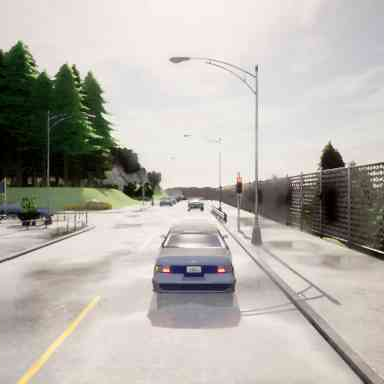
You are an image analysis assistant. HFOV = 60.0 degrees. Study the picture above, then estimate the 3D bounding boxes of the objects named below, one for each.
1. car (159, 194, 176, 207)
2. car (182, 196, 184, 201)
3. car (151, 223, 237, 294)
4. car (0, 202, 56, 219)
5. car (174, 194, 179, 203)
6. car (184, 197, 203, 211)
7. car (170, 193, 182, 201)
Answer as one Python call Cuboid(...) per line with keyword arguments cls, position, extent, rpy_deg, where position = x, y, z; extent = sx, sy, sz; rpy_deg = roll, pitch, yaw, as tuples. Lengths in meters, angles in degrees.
Cuboid(cls="car", position=(-4.023, 1.505, 52.507), extent=(1.837, 1.490, 4.892), rpy_deg=(0, 0, 0))
Cuboid(cls="car", position=(-3.689, 1.540, 86.799), extent=(5.357, 1.411, 2.033), rpy_deg=(0, 0, 40))
Cuboid(cls="car", position=(0.058, 1.547, 8.960), extent=(2.033, 1.411, 5.357), rpy_deg=(0, 0, 1))
Cuboid(cls="car", position=(-13.838, 1.526, 27.840), extent=(4.674, 1.442, 1.812), rpy_deg=(0, 0, 1))
Cuboid(cls="car", position=(-3.979, 1.526, 62.405), extent=(1.812, 1.442, 4.674), rpy_deg=(0, 0, 1))
Cuboid(cls="car", position=(0.378, 1.547, 40.997), extent=(2.033, 1.411, 5.357), rpy_deg=(0, 0, -3))
Cuboid(cls="car", position=(-3.903, 1.225, 72.810), extent=(2.150, 2.045, 5.566), rpy_deg=(0, 0, 0))
